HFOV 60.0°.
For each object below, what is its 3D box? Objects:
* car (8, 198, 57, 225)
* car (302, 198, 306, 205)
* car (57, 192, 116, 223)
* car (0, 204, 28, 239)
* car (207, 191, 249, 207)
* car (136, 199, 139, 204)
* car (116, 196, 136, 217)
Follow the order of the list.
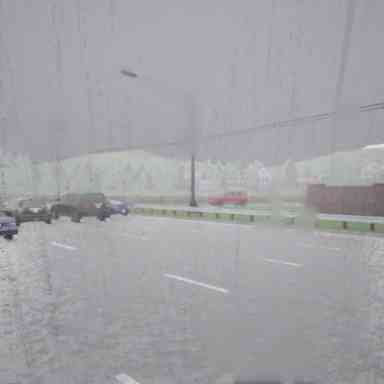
[{"bbox_3d":[-10.947,1.171,21.576,4.553,1.767,2.097,1,1,45],"label":"car"},{"bbox_3d":[18.519,1.125,48.857,5.008,1.535,1.882,-1,1,-21],"label":"car"},{"bbox_3d":[-8.053,1.028,23.632,5.566,2.045,2.150,1,1,45],"label":"car"},{"bbox_3d":[-9.801,1.415,15.501,5.357,1.411,2.033,1,1,45],"label":"car"},{"bbox_3d":[4.781,0.891,43.923,5.566,2.045,2.150,0,0,-19],"label":"car"},{"bbox_3d":[-9.285,1.217,41.355,5.357,1.411,2.033,0,0,3],"label":"car"},{"bbox_3d":[-6.981,1.304,27.486,4.674,1.442,1.812,1,1,45],"label":"car"}]
